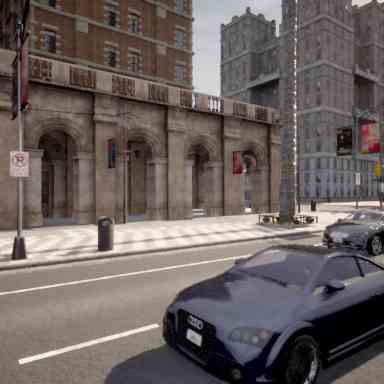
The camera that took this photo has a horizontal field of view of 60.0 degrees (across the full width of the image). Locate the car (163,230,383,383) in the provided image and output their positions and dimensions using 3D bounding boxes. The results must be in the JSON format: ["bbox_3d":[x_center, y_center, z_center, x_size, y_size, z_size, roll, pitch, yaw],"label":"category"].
[{"bbox_3d":[1.649,1.564,5.158,4.181,1.385,1.994,0,0,-35],"label":"car"}]

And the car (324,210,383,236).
[{"bbox_3d":[7.285,1.492,13.429,4.902,1.511,2.128,0,0,-35],"label":"car"}]
